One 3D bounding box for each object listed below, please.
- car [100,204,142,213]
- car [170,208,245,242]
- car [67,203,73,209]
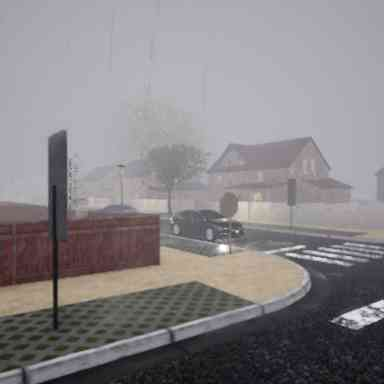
[{"bbox_3d":[-5.590,1.673,26.047,1.882,1.535,5.008,0,0,-37],"label":"car"},{"bbox_3d":[0.684,1.646,17.675,1.837,1.490,4.892,0,0,-37],"label":"car"},{"bbox_3d":[-15.466,1.843,39.262,1.994,1.385,4.181,0,0,-36],"label":"car"}]
